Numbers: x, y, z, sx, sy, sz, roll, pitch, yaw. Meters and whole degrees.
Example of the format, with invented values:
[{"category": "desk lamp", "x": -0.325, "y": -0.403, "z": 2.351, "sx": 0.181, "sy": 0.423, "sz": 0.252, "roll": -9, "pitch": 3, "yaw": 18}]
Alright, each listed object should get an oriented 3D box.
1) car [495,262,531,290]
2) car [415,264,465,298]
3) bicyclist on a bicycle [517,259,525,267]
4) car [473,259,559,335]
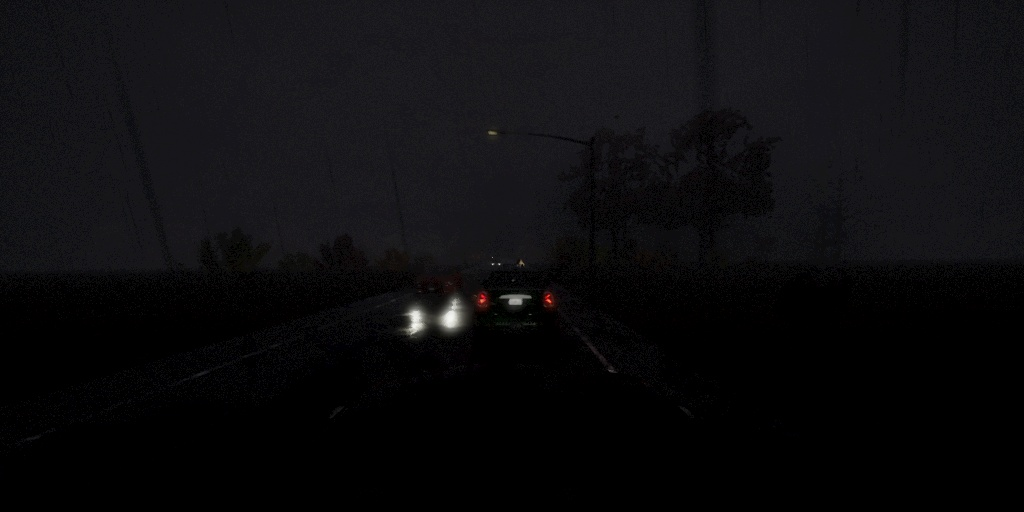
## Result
[{"category": "car", "x": 0.074, "y": 1.223, "z": 23.542, "sx": 2.128, "sy": 1.511, "sz": 4.902, "roll": 0, "pitch": 0, "yaw": 0}, {"category": "car", "x": -3.619, "y": 1.213, "z": 18.628, "sx": 1.882, "sy": 1.535, "sz": 5.008, "roll": 0, "pitch": 0, "yaw": 0}, {"category": "bicyclist on a bicycle", "x": 0.895, "y": 1.158, "z": 35.369, "sx": 0.866, "sy": 1.612, "sz": 1.509, "roll": 0, "pitch": 0, "yaw": 0}, {"category": "car", "x": 0.092, "y": 1.095, "z": 10.576, "sx": 2.097, "sy": 1.767, "sz": 4.553, "roll": 0, "pitch": 0, "yaw": 0}]
